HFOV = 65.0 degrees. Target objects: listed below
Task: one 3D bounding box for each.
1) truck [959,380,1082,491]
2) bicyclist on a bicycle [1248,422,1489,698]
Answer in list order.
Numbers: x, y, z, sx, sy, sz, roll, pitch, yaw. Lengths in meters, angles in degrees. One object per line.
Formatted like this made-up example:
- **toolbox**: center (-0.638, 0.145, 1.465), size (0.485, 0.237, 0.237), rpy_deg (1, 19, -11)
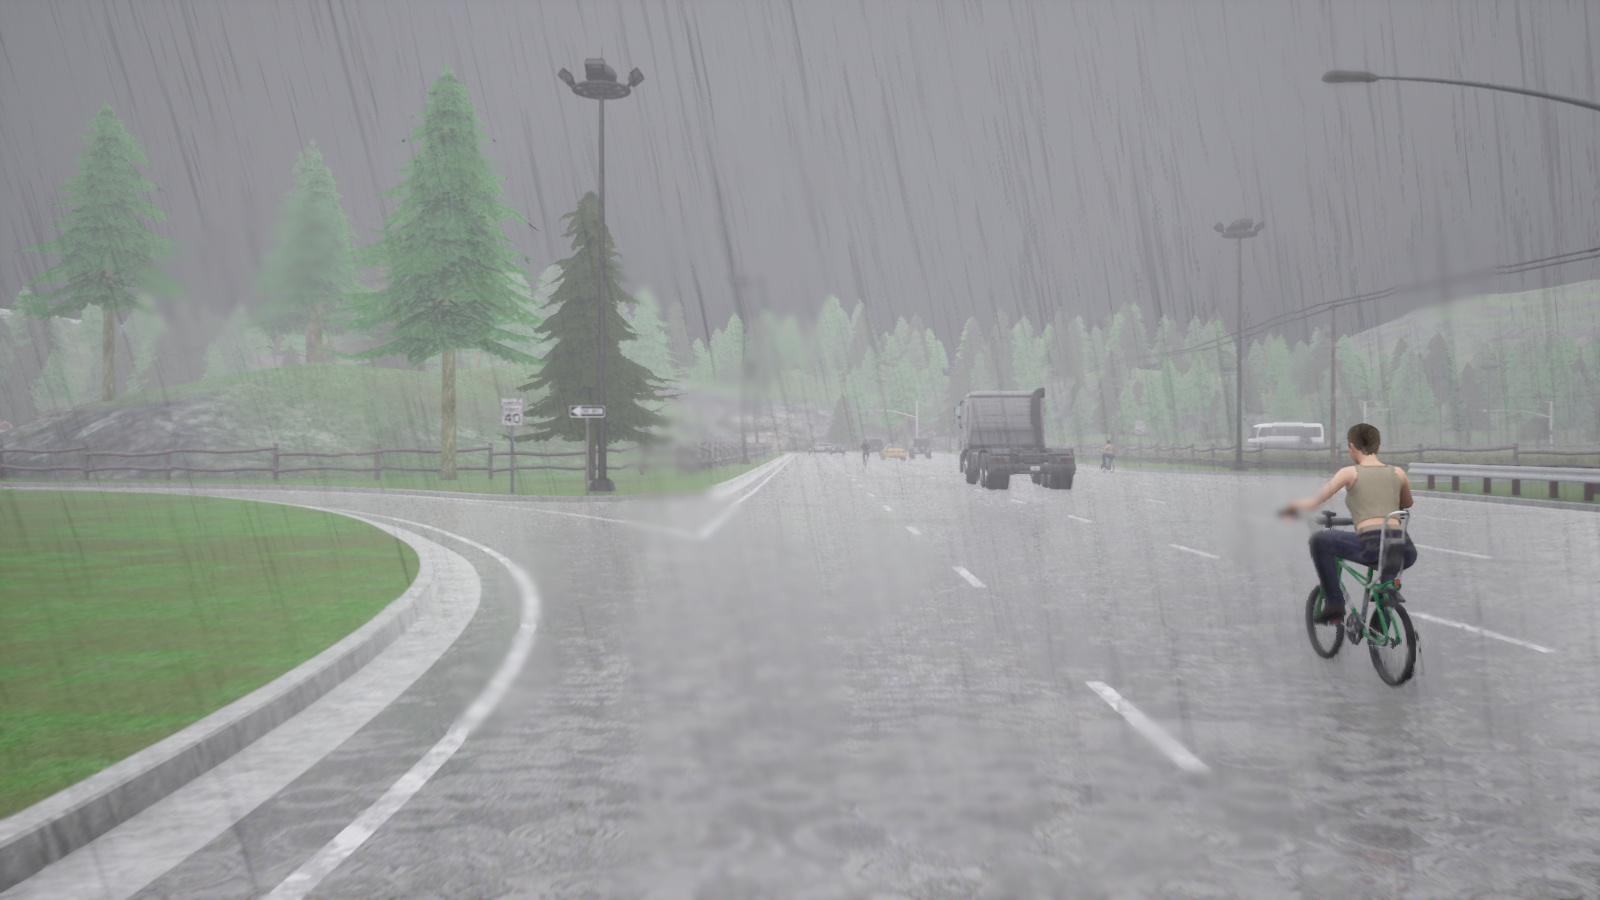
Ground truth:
- **truck**: center (7.366, -0.473, 43.077), size (2.891, 3.462, 7.936), rpy_deg (0, 0, 0)
- **bicyclist on a bicycle**: center (3.591, 0.640, 8.088), size (0.866, 1.612, 1.509), rpy_deg (0, 0, 0)
